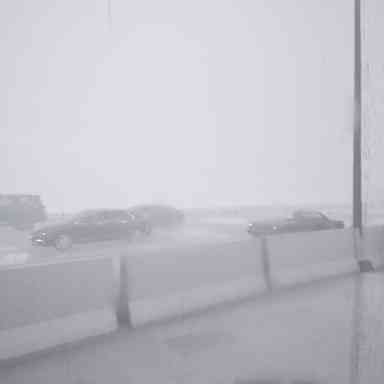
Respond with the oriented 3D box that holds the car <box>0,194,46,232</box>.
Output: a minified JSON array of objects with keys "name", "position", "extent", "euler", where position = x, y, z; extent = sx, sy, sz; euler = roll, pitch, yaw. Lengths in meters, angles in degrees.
[{"name":"car","position":[-10.721,1.142,17.744],"extent":[5.566,2.045,2.150],"euler":[0,0,-35]}]

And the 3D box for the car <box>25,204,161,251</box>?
[{"name":"car","position":[-4.009,1.446,13.834],"extent":[4.892,1.490,1.837],"euler":[0,0,-34]}]

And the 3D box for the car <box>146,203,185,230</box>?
[{"name":"car","position":[-2.723,1.428,18.873],"extent":[4.892,1.490,1.837],"euler":[0,0,-33]}]

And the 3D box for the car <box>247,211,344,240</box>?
[{"name":"car","position":[4.816,1.544,15.376],"extent":[4.718,1.301,1.895],"euler":[0,0,-32]}]
